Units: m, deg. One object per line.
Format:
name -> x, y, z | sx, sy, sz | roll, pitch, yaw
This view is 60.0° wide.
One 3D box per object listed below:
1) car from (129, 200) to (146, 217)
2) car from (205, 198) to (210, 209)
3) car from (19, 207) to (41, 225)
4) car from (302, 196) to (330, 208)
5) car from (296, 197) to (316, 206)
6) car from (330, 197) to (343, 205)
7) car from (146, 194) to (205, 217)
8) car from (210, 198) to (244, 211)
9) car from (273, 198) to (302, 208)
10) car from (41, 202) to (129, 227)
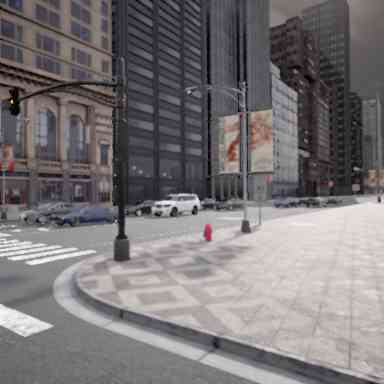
car -> -4.762, 1.533, 32.474 | 1.837, 1.490, 4.892 | -1, 0, 35
car -> 1.260, 1.509, 40.943 | 1.837, 1.490, 4.892 | -1, 0, 36
car -> -10.255, 1.544, 24.819 | 2.128, 1.511, 4.902 | -1, 0, 33
car -> 17.433, 1.381, 46.558 | 1.837, 1.490, 4.892 | -1, -1, 35
car -> 18.552, 1.505, 53.921 | 1.895, 1.301, 4.718 | -1, 0, 35
car -> 23.683, 1.467, 55.368 | 1.895, 1.301, 4.718 | -1, 0, 35
car -> -1.404, 1.214, 31.597 | 2.150, 2.045, 5.566 | -1, 0, 35
car -> 4.588, 1.474, 40.014 | 1.837, 1.490, 4.892 | -1, 0, 35
car -> 13.032, 1.463, 46.044 | 2.033, 1.411, 5.357 | -1, 0, 36
car -> -7.297, 1.565, 23.289 | 2.033, 1.411, 5.357 | -1, 0, 35
